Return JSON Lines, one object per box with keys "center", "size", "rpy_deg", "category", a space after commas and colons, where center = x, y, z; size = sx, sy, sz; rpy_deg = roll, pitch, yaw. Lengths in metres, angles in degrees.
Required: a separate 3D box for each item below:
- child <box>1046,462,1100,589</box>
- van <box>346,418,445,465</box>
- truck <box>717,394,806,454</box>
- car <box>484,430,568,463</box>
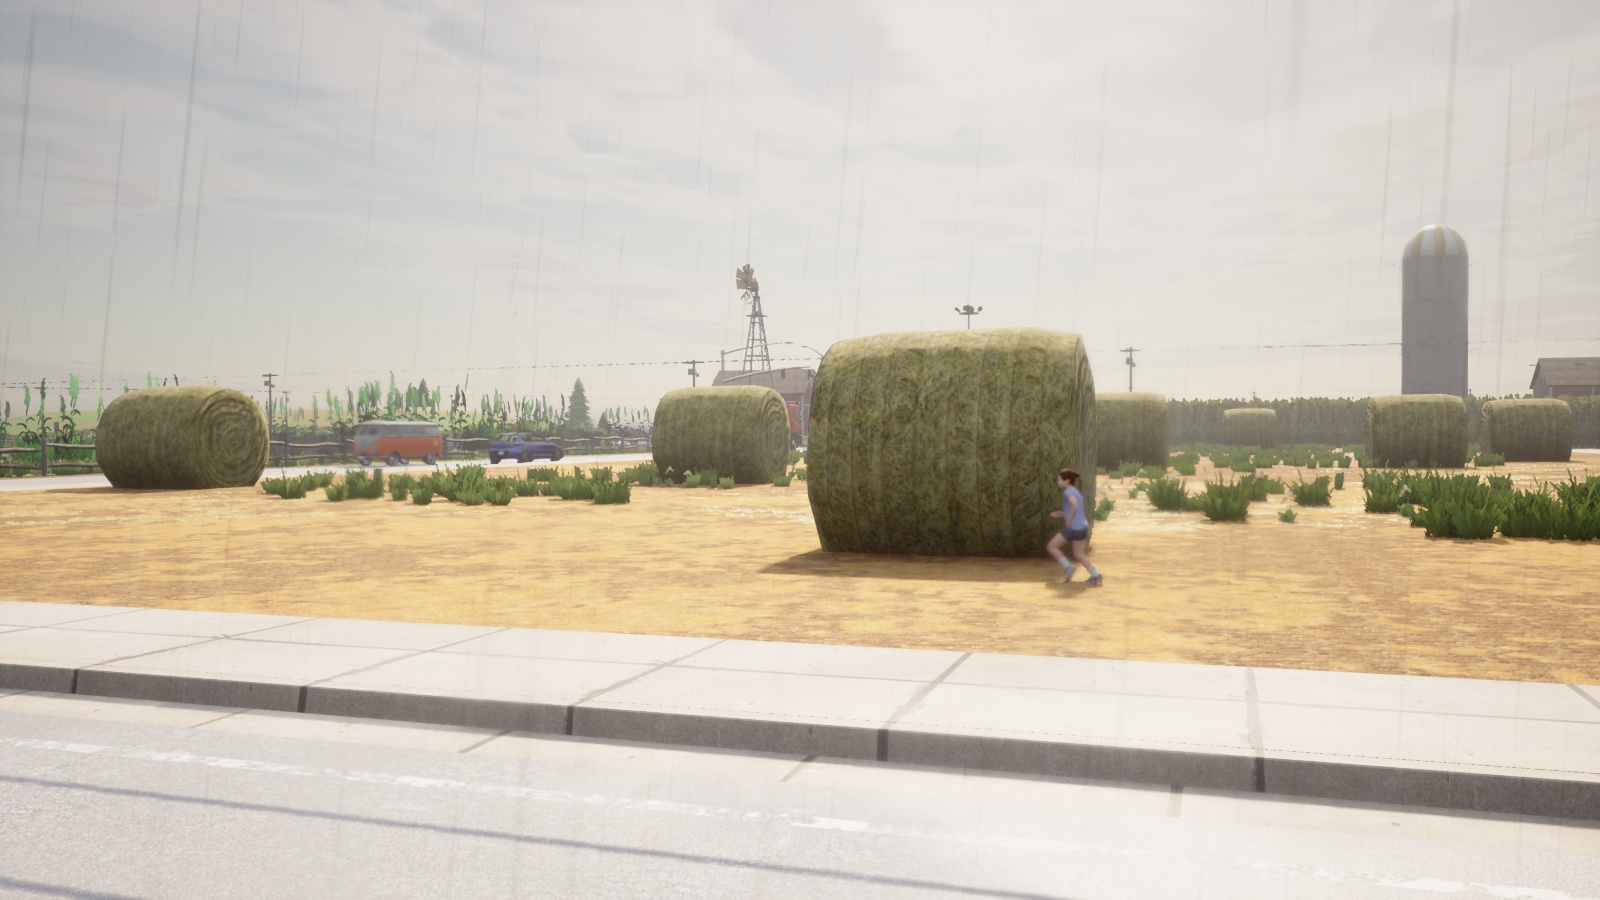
{"center": [2.466, 0.670, 11.344], "size": [0.394, 1.110, 0.255], "rpy_deg": [1, 1, 35], "category": "child"}
{"center": [-17.856, -0.414, 55.680], "size": [1.775, 1.987, 4.442], "rpy_deg": [1, 1, 21], "category": "van"}
{"center": [-2.522, -1.747, 85.215], "size": [2.891, 3.827, 8.468], "rpy_deg": [1, 1, 22], "category": "truck"}
{"center": [-12.806, -0.187, 58.988], "size": [1.816, 1.474, 4.193], "rpy_deg": [1, 1, 21], "category": "car"}
